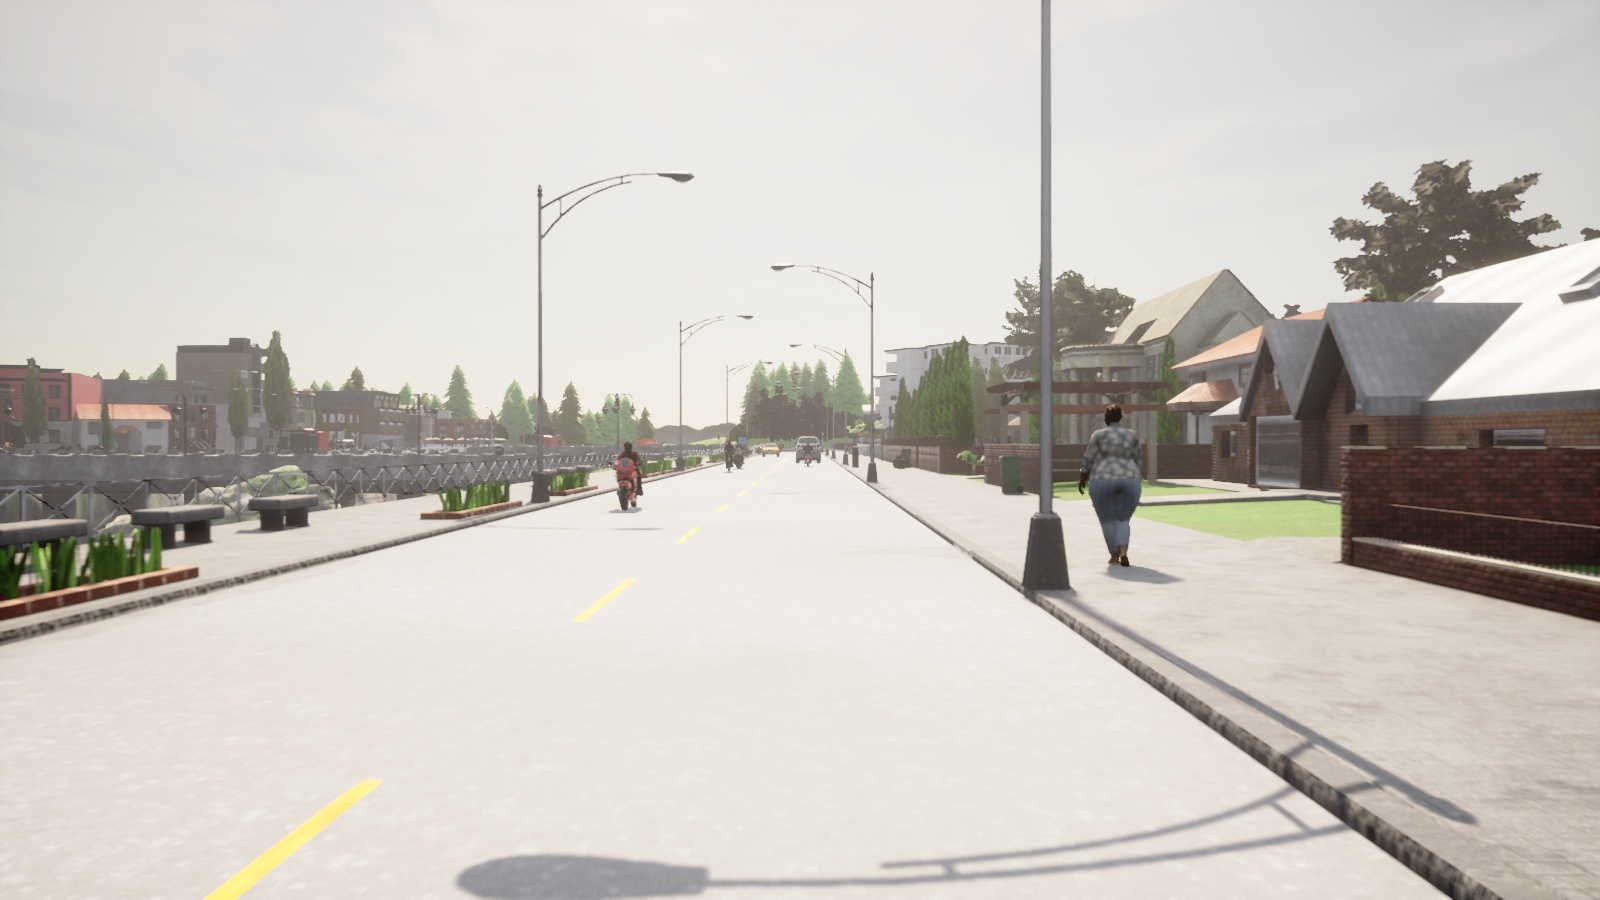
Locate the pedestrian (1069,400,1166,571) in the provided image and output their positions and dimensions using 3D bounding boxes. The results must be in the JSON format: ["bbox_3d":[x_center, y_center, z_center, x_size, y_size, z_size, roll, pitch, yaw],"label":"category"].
[{"bbox_3d":[3.545,0.380,14.089,0.874,1.855,0.900,0,0,1],"label":"pedestrian"}]

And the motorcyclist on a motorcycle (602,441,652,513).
[{"bbox_3d":[-3.809,0.568,27.791,0.797,1.523,2.044,0,0,0],"label":"motorcyclist on a motorcycle"}]

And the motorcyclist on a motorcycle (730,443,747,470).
[{"bbox_3d":[-3.516,0.371,72.112,0.866,1.530,2.191,0,1,1],"label":"motorcyclist on a motorcycle"}]

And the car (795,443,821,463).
[{"bbox_3d":[0.614,0.177,94.579,1.970,1.475,3.806,0,0,0],"label":"car"}]
